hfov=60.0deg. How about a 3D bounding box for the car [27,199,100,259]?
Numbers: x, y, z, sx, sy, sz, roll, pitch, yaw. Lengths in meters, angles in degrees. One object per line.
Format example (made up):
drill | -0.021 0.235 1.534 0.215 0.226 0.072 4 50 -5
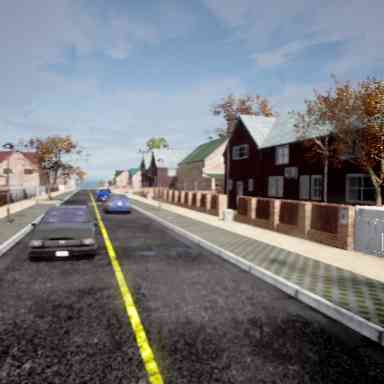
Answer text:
car | -4.262 1.189 11.441 2.033 1.411 5.357 0 2 -18

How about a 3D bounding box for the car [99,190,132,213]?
car | -5.845 0.826 25.851 2.033 1.411 5.357 0 1 -17

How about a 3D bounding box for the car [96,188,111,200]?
car | -11.245 0.278 42.940 1.882 1.535 5.008 0 1 -17
